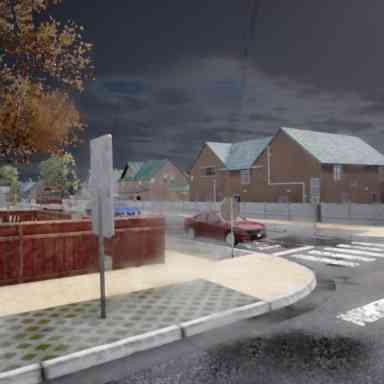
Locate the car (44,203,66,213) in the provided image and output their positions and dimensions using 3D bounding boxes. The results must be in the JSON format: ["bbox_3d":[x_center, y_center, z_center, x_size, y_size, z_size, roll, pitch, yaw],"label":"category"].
[{"bbox_3d":[-18.646,2.294,45.123,1.882,1.535,5.008,-2,0,-35],"label":"car"}]

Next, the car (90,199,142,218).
[{"bbox_3d":[-6.215,1.682,27.726,2.150,2.045,5.566,-2,1,-36],"label":"car"}]

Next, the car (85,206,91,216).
[{"bbox_3d":[-11.247,2.067,39.756,1.882,1.535,5.008,-2,0,-36],"label":"car"}]

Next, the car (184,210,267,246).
[{"bbox_3d":[1.553,1.717,16.971,1.882,1.535,5.008,-2,0,-36],"label":"car"}]
